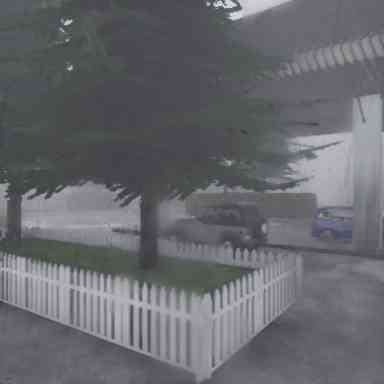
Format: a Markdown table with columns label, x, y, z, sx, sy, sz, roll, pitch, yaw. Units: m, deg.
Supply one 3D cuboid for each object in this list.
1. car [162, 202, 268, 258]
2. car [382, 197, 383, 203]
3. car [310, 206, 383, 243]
| label | x | y | z | sx | sy | sz | roll | pitch | yaw |
| --- | --- | --- | --- | --- | --- | --- | --- | --- | --- |
| car | 0.884 | 1.316 | 12.486 | 3.866 | 1.878 | 1.905 | 0 | 0 | 35 |
| car | 34.816 | 1.301 | 58.974 | 2.007 | 1.523 | 4.514 | 0 | 0 | 35 |
| car | 7.681 | 1.481 | 14.648 | 4.611 | 1.667 | 2.242 | 0 | 0 | 35 |
